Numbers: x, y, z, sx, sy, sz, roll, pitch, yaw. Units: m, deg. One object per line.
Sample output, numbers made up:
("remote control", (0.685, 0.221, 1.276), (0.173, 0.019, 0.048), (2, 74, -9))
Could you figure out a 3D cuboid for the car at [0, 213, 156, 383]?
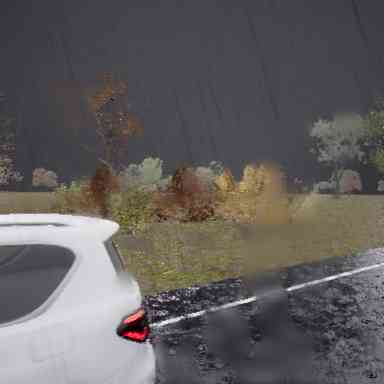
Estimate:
("car", (-2.903, 1.226, 1.922), (5.566, 2.045, 2.150), (0, 0, -36))
